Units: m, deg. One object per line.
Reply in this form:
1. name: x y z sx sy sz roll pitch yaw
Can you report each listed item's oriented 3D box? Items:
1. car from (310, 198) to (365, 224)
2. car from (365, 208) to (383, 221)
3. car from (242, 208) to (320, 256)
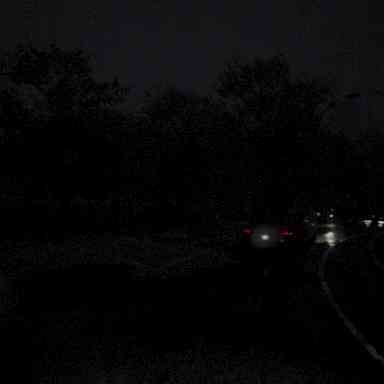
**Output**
1. car: 11.864 1.479 27.541 5.566 2.045 2.150 3 -2 -41
2. car: 19.498 2.357 34.305 4.181 1.385 1.994 5 -4 -41
3. car: 3.524 1.522 13.108 1.994 1.385 4.181 -1 0 31
